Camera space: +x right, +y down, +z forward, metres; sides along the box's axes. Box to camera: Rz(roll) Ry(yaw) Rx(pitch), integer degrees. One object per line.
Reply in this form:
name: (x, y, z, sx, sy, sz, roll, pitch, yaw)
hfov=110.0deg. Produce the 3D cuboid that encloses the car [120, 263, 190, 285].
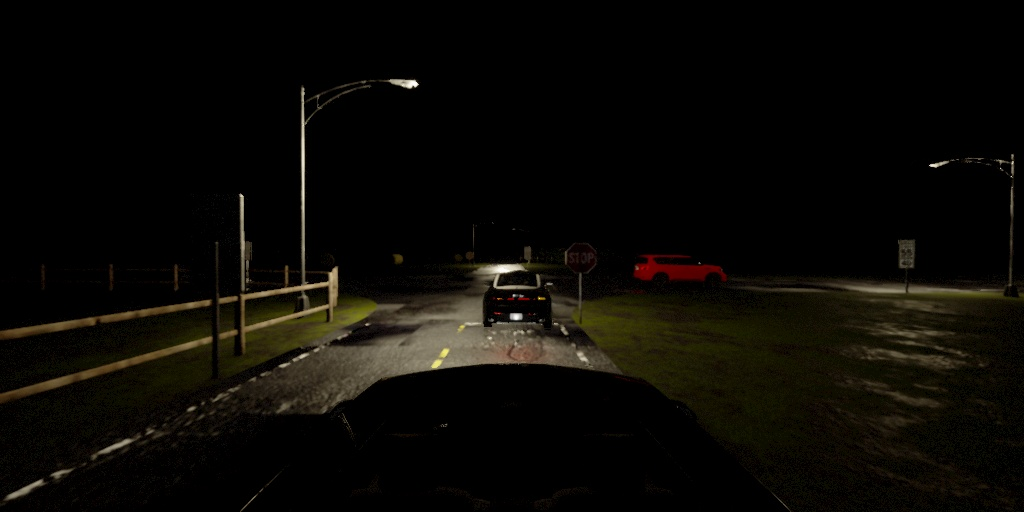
car: (-22.349, 1.154, 23.616, 5.357, 1.411, 2.033, 0, 1, 0)

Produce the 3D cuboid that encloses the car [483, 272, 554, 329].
car: (0.226, 1.215, 11.127, 1.837, 1.490, 4.892, 0, 0, 3)

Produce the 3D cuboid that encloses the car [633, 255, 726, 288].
car: (10.887, 0.947, 23.532, 5.566, 2.045, 2.150, 0, 1, 0)
